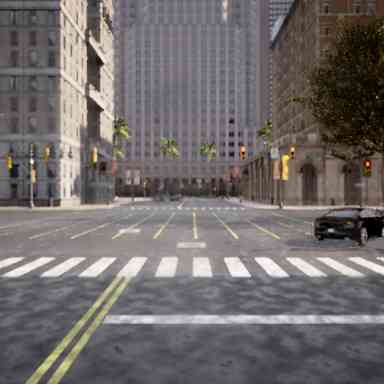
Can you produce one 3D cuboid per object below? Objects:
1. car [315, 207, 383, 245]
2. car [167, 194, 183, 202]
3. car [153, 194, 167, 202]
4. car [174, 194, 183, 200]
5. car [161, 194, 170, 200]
[{"bbox_3d":[7.559,1.458,15.586,5.008,1.535,1.882,0,-2,-45],"label":"car"},{"bbox_3d":[-3.563,1.400,69.731,2.033,1.411,5.357,0,0,0],"label":"car"},{"bbox_3d":[-7.063,1.385,69.746,2.128,1.511,4.902,0,0,0],"label":"car"},{"bbox_3d":[-3.426,1.259,86.182,2.128,1.511,4.902,0,0,0],"label":"car"},{"bbox_3d":[-6.926,1.234,86.206,1.837,1.490,4.892,0,0,0],"label":"car"}]
